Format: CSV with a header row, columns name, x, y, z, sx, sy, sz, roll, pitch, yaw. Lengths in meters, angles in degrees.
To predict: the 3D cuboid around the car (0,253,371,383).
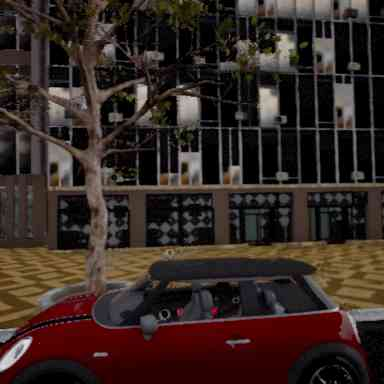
name,x,y,z,sx,sy,sz,roll,pitch,yaw
car,-0.159,1.598,4.139,4.097,1.590,1.967,0,-2,-7
